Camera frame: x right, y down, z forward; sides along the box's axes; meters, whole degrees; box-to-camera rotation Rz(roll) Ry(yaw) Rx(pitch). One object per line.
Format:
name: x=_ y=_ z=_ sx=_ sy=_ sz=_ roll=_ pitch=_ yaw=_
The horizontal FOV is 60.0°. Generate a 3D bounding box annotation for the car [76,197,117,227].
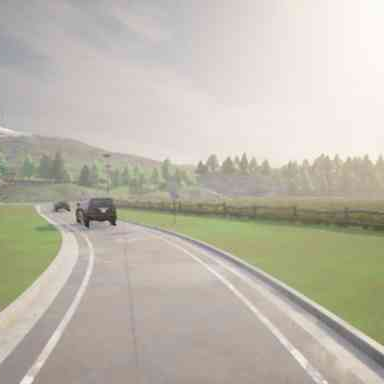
car: x=-7.136 y=1.397 z=24.587 sx=2.150 sy=2.045 sz=5.566 roll=0 pitch=0 yaw=-27

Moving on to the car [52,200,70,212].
car: x=-17.755 y=1.856 z=45.253 sx=1.837 sy=1.490 sz=4.892 roll=0 pitch=0 yaw=-26
